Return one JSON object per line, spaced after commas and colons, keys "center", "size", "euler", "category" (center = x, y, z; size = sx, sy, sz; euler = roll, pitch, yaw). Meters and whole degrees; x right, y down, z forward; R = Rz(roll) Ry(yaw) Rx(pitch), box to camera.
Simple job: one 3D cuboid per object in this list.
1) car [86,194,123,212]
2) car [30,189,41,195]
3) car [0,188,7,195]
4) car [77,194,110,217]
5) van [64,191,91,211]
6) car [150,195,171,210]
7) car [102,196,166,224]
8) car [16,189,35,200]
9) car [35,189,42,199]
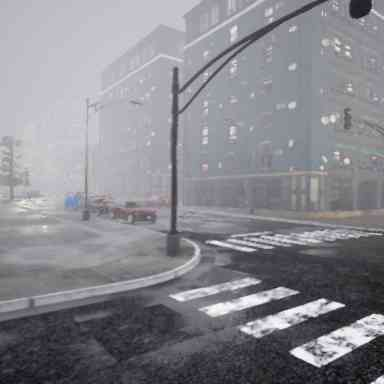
{"center": [-8.677, 1.038, 32.740], "size": [1.837, 1.490, 4.892], "euler": [1, 1, -36], "category": "car"}
{"center": [-40.623, -0.090, 86.326], "size": [1.752, 1.417, 4.829], "euler": [2, 0, -36], "category": "car"}
{"center": [-43.912, -0.185, 76.610], "size": [1.967, 1.590, 4.097], "euler": [2, 0, -36], "category": "car"}
{"center": [-7.113, 1.108, 26.042], "size": [1.887, 1.381, 4.507], "euler": [2, 0, -36], "category": "car"}
{"center": [-10.451, 0.796, 30.641], "size": [1.690, 1.788, 3.998], "euler": [2, 0, -36], "category": "van"}
{"center": [-3.717, 1.016, 35.622], "size": [1.967, 1.590, 4.097], "euler": [2, 0, -36], "category": "car"}
{"center": [-3.832, 1.215, 21.404], "size": [1.887, 1.381, 4.507], "euler": [2, 0, -36], "category": "car"}
{"center": [-27.188, 0.495, 53.625], "size": [1.802, 1.307, 4.206], "euler": [2, 0, -36], "category": "car"}
{"center": [-28.066, 0.398, 59.381], "size": [2.033, 1.411, 5.357], "euler": [1, 1, -36], "category": "car"}
